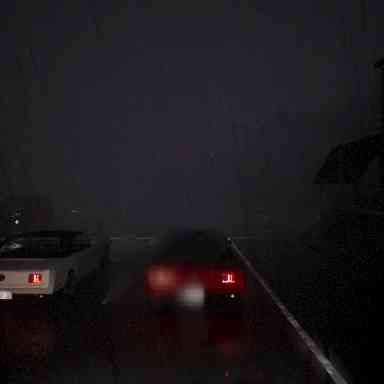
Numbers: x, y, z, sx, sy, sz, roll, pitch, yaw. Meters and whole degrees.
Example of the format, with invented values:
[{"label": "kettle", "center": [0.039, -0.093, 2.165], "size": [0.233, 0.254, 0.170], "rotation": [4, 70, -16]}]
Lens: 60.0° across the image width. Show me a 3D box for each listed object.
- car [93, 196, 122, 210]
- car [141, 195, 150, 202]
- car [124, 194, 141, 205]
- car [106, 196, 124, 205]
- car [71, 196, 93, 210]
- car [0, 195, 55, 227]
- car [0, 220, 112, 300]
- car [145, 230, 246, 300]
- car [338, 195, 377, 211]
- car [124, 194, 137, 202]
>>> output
[{"label": "car", "center": [-10.605, 1.547, 42.576], "size": [2.033, 1.411, 5.357], "rotation": [0, 0, 0]}, {"label": "car", "center": [-10.509, 1.354, 73.009], "size": [2.097, 1.767, 4.553], "rotation": [0, 0, 0]}, {"label": "car", "center": [-10.585, 1.526, 57.972], "size": [1.812, 1.442, 4.674], "rotation": [0, 0, 0]}, {"label": "car", "center": [-14.069, 1.492, 61.004], "size": [2.128, 1.511, 4.902], "rotation": [0, 0, 0]}, {"label": "car", "center": [-14.104, 1.564, 43.241], "size": [1.994, 1.385, 4.181], "rotation": [0, 0, 0]}, {"label": "car", "center": [-10.603, 1.221, 20.940], "size": [2.150, 2.045, 5.566], "rotation": [0, 0, 0]}, {"label": "car", "center": [-3.424, 1.601, 8.305], "size": [1.895, 1.301, 4.718], "rotation": [0, 0, 0]}, {"label": "car", "center": [0.077, 1.601, 8.323], "size": [1.895, 1.301, 4.718], "rotation": [0, 0, 0]}, {"label": "car", "center": [14.158, 1.057, 28.512], "size": [4.181, 1.385, 1.994], "rotation": [-14, 0, -1]}, {"label": "car", "center": [-14.009, 1.314, 76.149], "size": [2.097, 1.767, 4.553], "rotation": [0, 0, 0]}]
